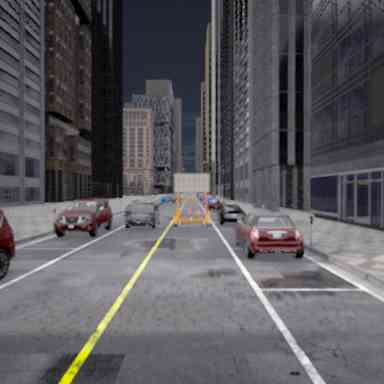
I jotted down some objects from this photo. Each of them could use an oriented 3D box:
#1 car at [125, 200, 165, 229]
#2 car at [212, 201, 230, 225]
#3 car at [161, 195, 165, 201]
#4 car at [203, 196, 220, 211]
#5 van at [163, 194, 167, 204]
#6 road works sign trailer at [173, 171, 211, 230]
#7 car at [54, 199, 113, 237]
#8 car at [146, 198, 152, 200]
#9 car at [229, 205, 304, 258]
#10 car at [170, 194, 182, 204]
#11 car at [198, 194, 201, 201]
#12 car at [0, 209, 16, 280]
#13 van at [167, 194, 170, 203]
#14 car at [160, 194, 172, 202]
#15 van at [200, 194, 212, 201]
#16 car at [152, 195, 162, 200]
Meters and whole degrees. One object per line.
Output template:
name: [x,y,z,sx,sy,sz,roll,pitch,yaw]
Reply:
car: [-3.099,1.512,21.726,1.837,1.490,4.892,0,0,0]
car: [2.761,1.574,24.002,1.947,1.339,4.313,0,0,0]
car: [-5.764,1.543,52.031,1.752,1.417,4.829,0,0,0]
car: [2.761,1.559,40.925,1.887,1.381,4.507,0,0,0]
van: [-5.764,1.361,57.842,1.690,1.788,3.998,0,0,0]
road works sign trailer: [0.001,0.471,21.388,2.380,3.560,2.880,0,0,0]
car: [-5.766,1.321,18.357,2.192,1.841,5.009,0,0,0]
car: [-5.764,1.578,35.279,1.947,1.339,4.313,0,0,0]
car: [2.760,1.444,12.721,1.967,1.590,4.097,0,0,0]
car: [-2.998,1.635,65.482,2.033,1.411,5.357,0,0,0]
car: [2.762,1.607,74.769,1.802,1.307,4.206,0,0,0]
car: [-5.766,1.317,7.075,2.192,1.841,5.009,0,0,0]
van: [-5.764,1.362,63.483,1.690,1.788,3.998,0,0,0]
car: [-5.764,1.340,74.765,2.192,1.841,5.009,0,0,0]
van: [2.761,1.361,57.847,1.690,1.788,3.998,0,0,0]
car: [-5.764,1.566,46.561,2.008,1.369,4.403,0,0,0]
